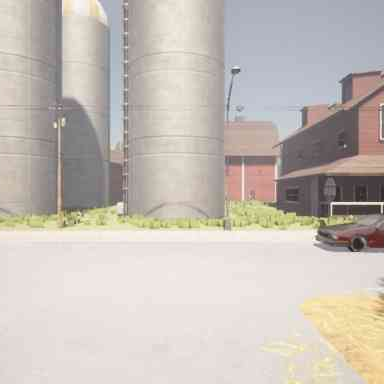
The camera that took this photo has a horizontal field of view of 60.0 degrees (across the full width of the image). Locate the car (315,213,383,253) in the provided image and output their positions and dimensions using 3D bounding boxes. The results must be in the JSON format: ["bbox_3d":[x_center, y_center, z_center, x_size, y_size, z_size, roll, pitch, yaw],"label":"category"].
[{"bbox_3d":[7.754,1.546,13.045,5.357,1.411,2.033,0,0,0],"label":"car"}]
